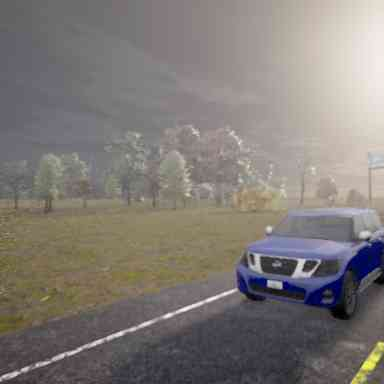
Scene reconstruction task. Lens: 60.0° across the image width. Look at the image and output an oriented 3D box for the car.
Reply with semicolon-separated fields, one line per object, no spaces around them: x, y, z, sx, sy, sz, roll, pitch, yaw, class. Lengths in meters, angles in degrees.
3.338;1.430;8.331;2.150;2.045;5.566;-2;-2;41;car
